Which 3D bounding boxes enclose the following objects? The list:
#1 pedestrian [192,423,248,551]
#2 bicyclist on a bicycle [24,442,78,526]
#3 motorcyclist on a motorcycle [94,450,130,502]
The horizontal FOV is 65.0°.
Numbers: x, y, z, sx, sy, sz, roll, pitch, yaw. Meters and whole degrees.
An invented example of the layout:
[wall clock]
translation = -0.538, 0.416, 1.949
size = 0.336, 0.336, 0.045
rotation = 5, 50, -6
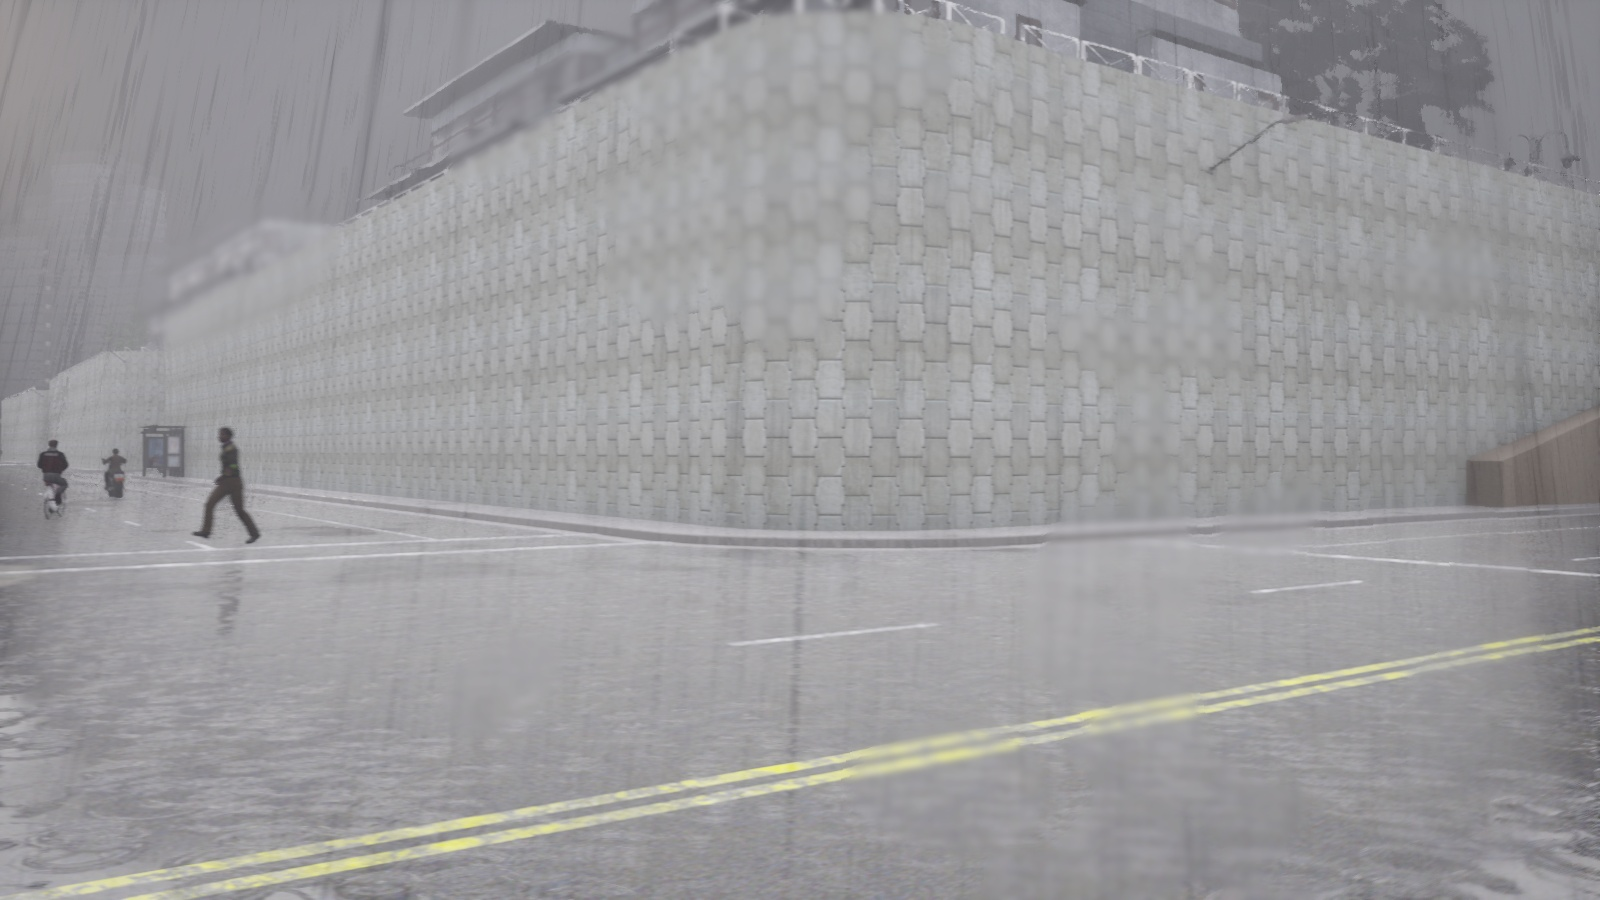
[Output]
[pedestrian]
translation = -8.926, 0.556, 19.331
size = 0.395, 1.930, 0.692
rotation = 0, 0, 44
[bicyclist on a bicycle]
translation = -16.466, 0.718, 27.639
size = 0.659, 1.776, 1.843
rotation = 0, 0, -19
[motorcyclist on a motorcycle]
translation = -22.586, 0.844, 41.212
size = 0.766, 1.649, 2.350
rotation = 0, 0, -35
